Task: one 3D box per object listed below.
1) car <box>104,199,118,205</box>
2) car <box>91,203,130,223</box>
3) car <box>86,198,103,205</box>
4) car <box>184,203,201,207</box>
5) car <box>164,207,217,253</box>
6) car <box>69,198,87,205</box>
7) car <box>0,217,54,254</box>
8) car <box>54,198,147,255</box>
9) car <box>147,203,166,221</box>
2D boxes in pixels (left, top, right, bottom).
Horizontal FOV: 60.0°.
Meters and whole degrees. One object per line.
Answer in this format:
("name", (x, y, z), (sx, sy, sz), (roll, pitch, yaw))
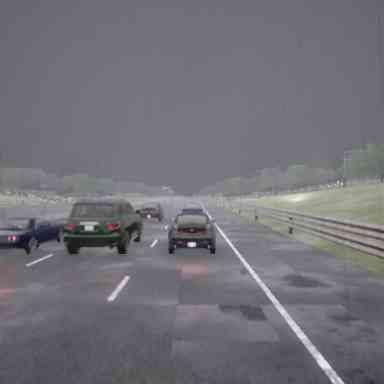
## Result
("car", (-17.272, 2.111, 70.960), (1.895, 1.301, 4.718), (0, 0, 0))
("car", (-6.965, 1.766, 28.992), (2.033, 1.411, 5.357), (0, 0, 0))
("car", (-20.772, 2.041, 71.007), (2.128, 1.511, 4.902), (0, 0, 0))
("car", (0.042, 1.699, 29.446), (1.882, 1.535, 5.008), (0, 0, 0))
("car", (0.005, 1.624, 14.300), (1.837, 1.490, 4.892), (0, 0, 0))
("car", (-24.272, 2.041, 71.024), (2.128, 1.511, 4.902), (0, 0, 0))
("car", (-6.997, 1.715, 14.117), (1.895, 1.301, 4.718), (0, 0, 0))
("car", (-3.499, 1.331, 14.017), (2.150, 2.045, 5.566), (0, 0, 0))
("car", (-3.461, 1.729, 29.282), (1.837, 1.490, 4.892), (0, 0, 0))
